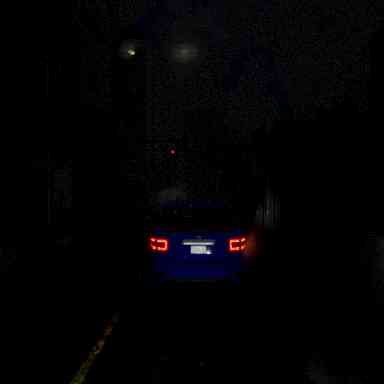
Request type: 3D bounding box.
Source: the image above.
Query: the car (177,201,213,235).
[{"bbox_3d":[0.132,1.389,19.150,1.837,1.490,4.892,0,1,0],"label":"car"}]

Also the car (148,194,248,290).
[{"bbox_3d":[0.117,1.195,9.124,2.150,2.045,5.566,0,0,0],"label":"car"}]

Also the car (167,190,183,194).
[{"bbox_3d":[-2.680,0.831,45.188,2.128,1.511,4.902,0,2,-1],"label":"car"}]

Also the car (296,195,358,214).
[{"bbox_3d":[12.843,1.181,32.425,5.009,1.841,2.192,1,0,0],"label":"car"}]

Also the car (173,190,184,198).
[{"bbox_3d":[-2.533,0.349,64.898,1.895,1.301,4.718,0,2,1],"label":"car"}]

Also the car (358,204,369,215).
[{"bbox_3d":[18.241,1.524,32.414,4.206,1.307,1.802,1,0,0],"label":"car"}]
